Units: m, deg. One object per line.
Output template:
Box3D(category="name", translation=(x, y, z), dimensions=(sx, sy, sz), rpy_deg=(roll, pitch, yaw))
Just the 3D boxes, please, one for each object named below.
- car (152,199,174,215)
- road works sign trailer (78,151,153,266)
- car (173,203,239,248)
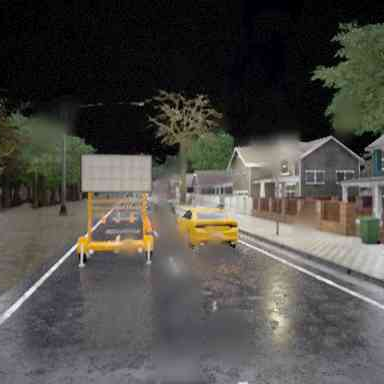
Box3D(category="car", translation=(-2.724, 1.409, 32.378), dimensions=(1.837, 1.490, 4.892), rpy_deg=(0, 0, -10))
Box3D(category="road works sign trailer", translation=(-2.570, 0.428, 11.489), dimensions=(2.380, 3.560, 2.880), rpy_deg=(0, 0, -10))
Box3D(category="car", translation=(0.524, 1.429, 14.584), dimensions=(1.882, 1.535, 5.008), rpy_deg=(0, 0, -10))
